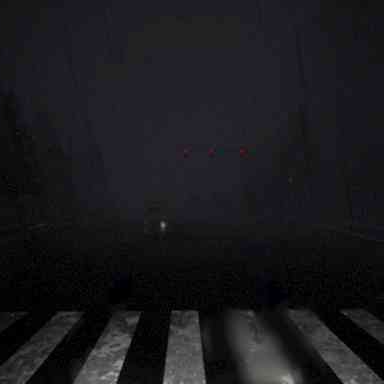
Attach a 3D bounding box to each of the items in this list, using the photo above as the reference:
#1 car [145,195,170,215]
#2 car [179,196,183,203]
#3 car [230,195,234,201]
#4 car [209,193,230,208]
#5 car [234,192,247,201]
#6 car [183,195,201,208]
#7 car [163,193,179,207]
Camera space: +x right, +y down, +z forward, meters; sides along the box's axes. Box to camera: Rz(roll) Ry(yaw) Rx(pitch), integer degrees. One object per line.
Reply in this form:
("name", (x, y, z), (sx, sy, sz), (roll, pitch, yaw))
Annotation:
("car", (-3.580, 1.410, 33.641), (1.882, 1.535, 5.008), (0, 0, 0))
("car", (-2.184, 1.412, 66.514), (2.033, 1.411, 5.357), (0, 0, 14))
("car", (9.596, 1.360, 81.537), (1.812, 1.442, 4.674), (0, 0, 44))
("car", (3.622, 1.128, 46.262), (2.150, 2.045, 5.566), (0, 0, 0))
("car", (13.266, 1.063, 80.387), (2.150, 2.045, 5.566), (0, 0, 44))
("car", (0.124, 1.257, 46.816), (2.097, 1.767, 4.553), (0, 0, 0))
("car", (-3.520, 1.121, 50.501), (2.150, 2.045, 5.566), (0, 0, 1))
